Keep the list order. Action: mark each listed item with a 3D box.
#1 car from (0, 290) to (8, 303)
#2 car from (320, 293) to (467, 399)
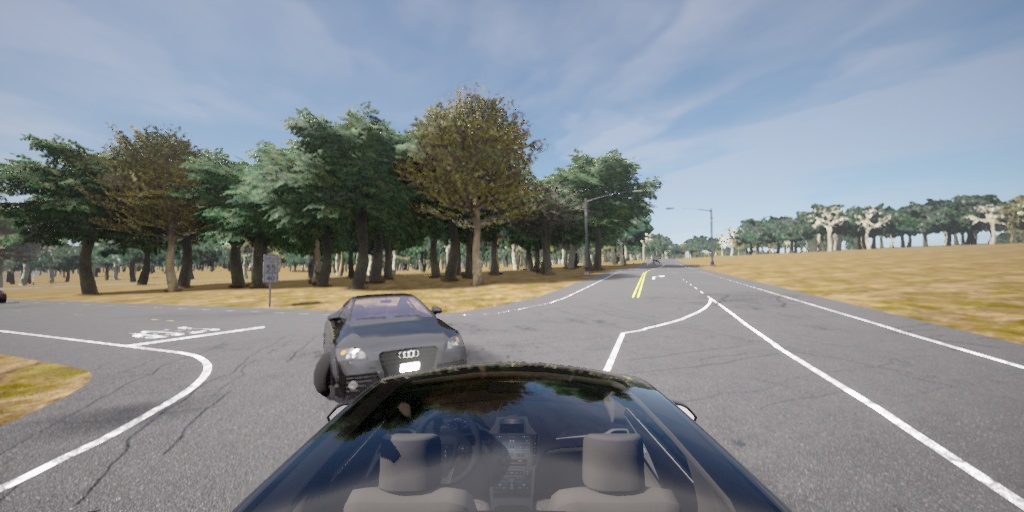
[{"bbox_3d":[-40.847,2.965,27.434,4.181,1.385,1.994,-2,-3,22],"label":"car"},{"bbox_3d":[-2.362,1.410,6.659,1.994,1.385,4.181,0,-2,-29],"label":"car"}]
